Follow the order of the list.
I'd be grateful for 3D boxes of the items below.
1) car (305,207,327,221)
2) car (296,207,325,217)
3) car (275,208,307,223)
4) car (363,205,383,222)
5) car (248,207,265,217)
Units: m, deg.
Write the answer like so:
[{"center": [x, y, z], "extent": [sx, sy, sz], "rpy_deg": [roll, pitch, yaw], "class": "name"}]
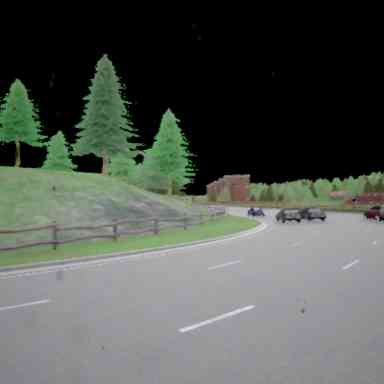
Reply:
[{"center": [13.842, 2.611, 38.571], "extent": [2.033, 1.411, 5.357], "rpy_deg": [-1, -2, 2], "class": "car"}, {"center": [17.296, 2.890, 48.731], "extent": [2.033, 1.411, 5.357], "rpy_deg": [-1, -2, -4], "class": "car"}, {"center": [10.391, 2.575, 36.123], "extent": [2.033, 1.411, 5.357], "rpy_deg": [-1, -2, 3], "class": "car"}, {"center": [20.745, 2.269, 36.651], "extent": [2.097, 1.767, 4.553], "rpy_deg": [-1, -2, 3], "class": "car"}, {"center": [10.029, 3.067, 52.194], "extent": [1.812, 1.442, 4.674], "rpy_deg": [-1, -2, -3], "class": "car"}]
